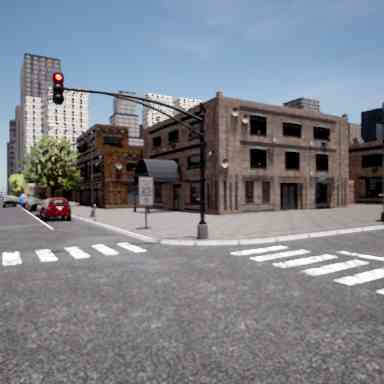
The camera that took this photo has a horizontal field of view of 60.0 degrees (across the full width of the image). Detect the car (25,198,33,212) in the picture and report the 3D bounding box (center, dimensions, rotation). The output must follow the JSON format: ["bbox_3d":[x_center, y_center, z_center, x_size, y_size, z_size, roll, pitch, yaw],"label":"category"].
[{"bbox_3d":[-19.756,1.758,42.368,1.947,1.339,4.313,0,0,-30],"label":"car"}]

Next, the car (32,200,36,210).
[{"bbox_3d":[-14.247,1.704,32.788,1.947,1.339,4.313,0,0,-30],"label":"car"}]

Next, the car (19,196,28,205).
[{"bbox_3d":[-28.019,1.863,56.735,1.802,1.307,4.206,0,0,-30],"label":"car"}]

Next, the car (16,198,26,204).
[{"bbox_3d":[-39.037,1.993,75.894,1.802,1.307,4.206,0,0,-30],"label":"car"}]

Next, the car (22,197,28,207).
[{"bbox_3d":[-22.511,1.772,47.157,2.008,1.369,4.403,0,0,-30],"label":"car"}]

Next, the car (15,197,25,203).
[{"bbox_3d":[-41.792,2.010,80.685,1.947,1.339,4.313,0,0,-30],"label":"car"}]

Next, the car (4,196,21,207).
[{"bbox_3d":[-31.057,1.793,56.826,2.128,1.511,4.902,0,0,-30],"label":"car"}]

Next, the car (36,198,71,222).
[{"bbox_3d":[-11.493,1.426,27.999,2.192,1.841,5.009,0,0,-30],"label":"car"}]

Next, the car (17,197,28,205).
[{"bbox_3d":[-36.368,1.904,71.252,1.752,1.417,4.829,0,0,-30],"label":"car"}]
